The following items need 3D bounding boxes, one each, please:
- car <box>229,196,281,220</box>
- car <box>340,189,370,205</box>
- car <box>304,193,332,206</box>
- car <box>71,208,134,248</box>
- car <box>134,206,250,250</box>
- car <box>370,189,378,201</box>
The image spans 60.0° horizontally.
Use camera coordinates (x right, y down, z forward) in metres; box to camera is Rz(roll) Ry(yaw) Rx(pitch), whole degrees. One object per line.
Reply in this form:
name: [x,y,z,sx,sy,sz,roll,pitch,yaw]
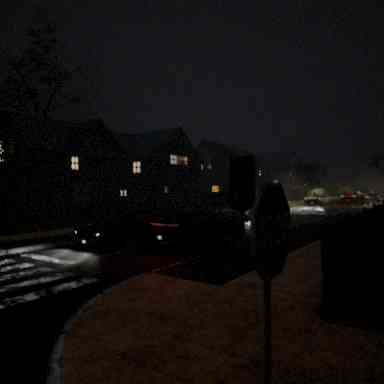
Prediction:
car: [4.690,1.082,24.134,1.812,1.442,4.674,-1,1,37]
car: [18.052,0.587,37.351,2.128,1.511,4.902,-1,1,38]
car: [13.853,0.796,36.479,1.895,1.301,4.718,-1,1,37]
car: [-2.446,1.398,14.526,2.033,1.411,5.357,-1,1,38]
car: [0.310,1.295,13.425,2.128,1.511,4.902,-1,1,37]
car: [24.225,0.375,45.758,1.837,1.490,4.892,-1,1,37]
